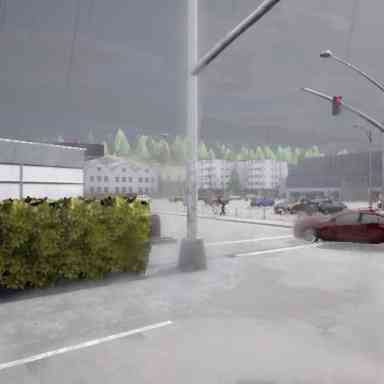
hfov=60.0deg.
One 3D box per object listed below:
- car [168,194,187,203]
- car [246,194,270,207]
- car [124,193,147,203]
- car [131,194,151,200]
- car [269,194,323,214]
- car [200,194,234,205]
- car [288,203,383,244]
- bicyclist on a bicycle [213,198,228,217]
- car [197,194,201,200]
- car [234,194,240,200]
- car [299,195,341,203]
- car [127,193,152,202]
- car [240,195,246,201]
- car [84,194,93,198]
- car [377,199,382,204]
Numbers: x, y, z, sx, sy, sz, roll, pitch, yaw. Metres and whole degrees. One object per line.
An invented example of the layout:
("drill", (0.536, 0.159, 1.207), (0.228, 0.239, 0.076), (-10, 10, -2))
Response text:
("car", (-2.397, 1.097, 65.455), (4.605, 1.855, 1.932), (0, 0, -35))
("car", (9.830, 1.320, 46.612), (3.633, 1.501, 1.845), (0, 0, -35))
("car", (-10.730, 1.077, 63.648), (3.866, 1.878, 1.905), (0, 0, -35))
("car", (-13.674, 1.334, 89.142), (4.902, 1.511, 2.128), (0, 0, -35))
("car", (10.314, 1.330, 32.506), (5.027, 1.636, 2.152), (0, 0, -35))
("car", (4.147, 1.298, 54.832), (4.514, 1.523, 2.007), (0, 0, -35))
("car", (7.050, 1.478, 14.410), (5.008, 1.535, 1.882), (0, 2, 31))
("bicyclist on a bicycle", (2.394, 1.301, 28.039), (1.656, 1.620, 0.582), (0, 0, -35))
("car", (1.842, 1.298, 76.876), (4.514, 1.523, 2.007), (0, 0, -35))
("car", (9.719, 1.232, 77.905), (3.806, 1.475, 1.970), (0, 0, -35))
("car", (12.152, 1.340, 29.963), (4.514, 1.523, 2.007), (0, 0, -35))
("car", (-9.329, 1.361, 60.572), (3.806, 1.475, 1.970), (0, 0, -35))
("car", (13.656, 1.154, 72.827), (5.027, 1.636, 2.152), (0, 0, -35))
("car", (-26.426, 1.309, 80.297), (4.892, 1.490, 1.837), (0, 0, -35))
("car", (25.707, 1.384, 43.066), (3.806, 1.475, 1.970), (0, 0, -35))
